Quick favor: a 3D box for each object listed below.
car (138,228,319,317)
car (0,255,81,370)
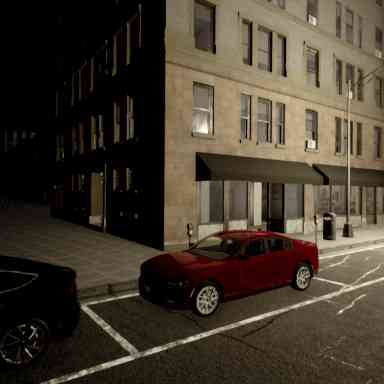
[{"bbox_3d":[0.987,1.545,7.455,4.507,1.381,1.887,0,1,-35],"label":"car"},{"bbox_3d":[-3.635,1.566,4.166,4.313,1.339,1.947,0,1,-35],"label":"car"}]
